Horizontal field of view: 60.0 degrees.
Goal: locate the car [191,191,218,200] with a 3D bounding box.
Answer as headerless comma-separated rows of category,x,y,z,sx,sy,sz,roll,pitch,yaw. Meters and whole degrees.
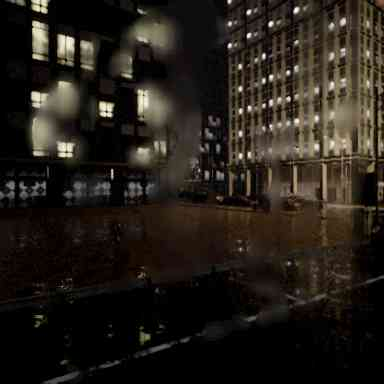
car,2.028,0.581,54.721,1.752,1.417,4.829,1,1,-36

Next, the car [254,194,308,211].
car,8.372,0.974,31.531,1.967,1.590,4.097,1,0,-36

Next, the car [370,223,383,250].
car,8.582,1.386,12.701,4.097,1.590,1.967,0,0,-36

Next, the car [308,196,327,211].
car,10.784,1.022,32.586,2.128,1.511,4.902,0,1,-36

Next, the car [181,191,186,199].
car,-1.128,0.518,59.112,1.947,1.339,4.313,1,1,-36

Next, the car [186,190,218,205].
car,1.870,0.634,40.584,2.192,1.841,5.009,1,0,-36

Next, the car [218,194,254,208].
car,5.116,1.008,36.059,1.802,1.307,4.206,1,0,-36

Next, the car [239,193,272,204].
car,8.633,0.856,45.525,1.802,1.307,4.206,1,1,-36

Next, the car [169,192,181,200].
car,-4.502,0.573,53.949,2.033,1.411,5.357,0,1,-35
